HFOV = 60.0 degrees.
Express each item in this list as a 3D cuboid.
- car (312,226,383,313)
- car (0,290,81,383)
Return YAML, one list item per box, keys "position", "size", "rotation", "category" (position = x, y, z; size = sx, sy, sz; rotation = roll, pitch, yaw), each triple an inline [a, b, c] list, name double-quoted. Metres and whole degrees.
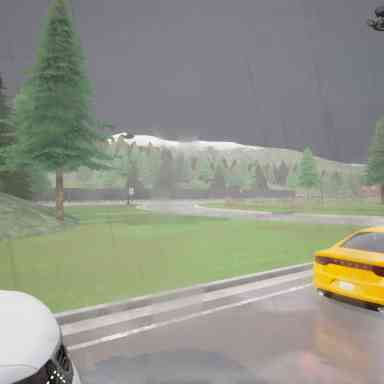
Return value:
- position: [4.700, 1.478, 7.206]
  size: [5.008, 1.535, 1.882]
  rotation: [0, 0, -35]
  category: "car"
- position: [-3.344, 1.221, 1.363]
  size: [5.566, 2.045, 2.150]
  rotation: [0, 0, -35]
  category: "car"
